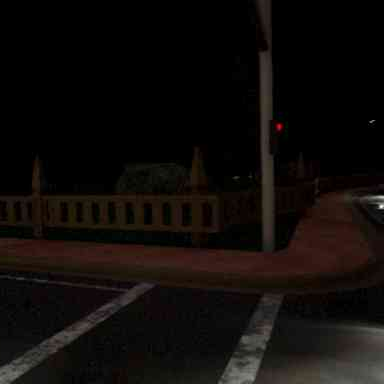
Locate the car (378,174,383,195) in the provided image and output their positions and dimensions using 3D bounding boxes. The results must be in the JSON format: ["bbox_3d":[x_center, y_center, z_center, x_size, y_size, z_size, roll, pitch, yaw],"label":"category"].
[{"bbox_3d":[17.246,-0.920,28.057,2.150,2.045,5.566,0,4,37],"label":"car"}]
